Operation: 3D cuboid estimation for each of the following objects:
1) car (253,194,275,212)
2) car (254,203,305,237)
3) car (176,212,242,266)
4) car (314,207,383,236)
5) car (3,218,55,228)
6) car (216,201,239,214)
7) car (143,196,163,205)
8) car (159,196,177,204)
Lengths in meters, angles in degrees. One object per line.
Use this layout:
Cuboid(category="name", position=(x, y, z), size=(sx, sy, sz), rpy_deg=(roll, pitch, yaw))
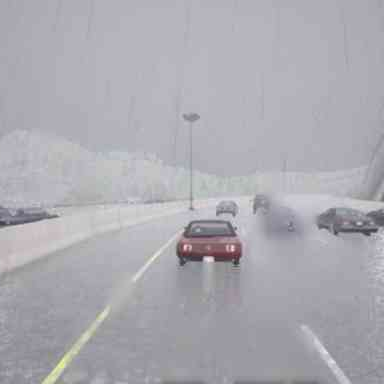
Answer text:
Cuboid(category="car", position=(8.033, 1.242, 37.160), size=(2.150, 2.045, 5.566), rpy_deg=(0, 0, 13))
Cuboid(category="car", position=(4.742, 1.559, 18.127), size=(2.033, 1.411, 5.357), rpy_deg=(0, 0, 7))
Cuboid(category="car", position=(0.631, 1.604, 11.553), size=(1.895, 1.301, 4.718), rpy_deg=(0, 0, 4))
Cuboid(category="car", position=(8.299, 1.565, 18.429), size=(2.033, 1.411, 5.357), rpy_deg=(0, 0, 6))
Cuboid(category="car", position=(-9.481, 1.588, 18.484), size=(1.895, 1.301, 4.718), rpy_deg=(0, 0, 6))
Cuboid(category="car", position=(3.516, 1.560, 32.859), size=(2.033, 1.411, 5.357), rpy_deg=(0, 0, 11))
Cuboid(category="car", position=(-7.085, 1.504, 61.086), size=(1.837, 1.490, 4.892), rpy_deg=(0, 0, 19))
Cuboid(category="car", position=(-4.120, 1.509, 58.950), size=(1.837, 1.490, 4.892), rpy_deg=(0, 0, 19))
